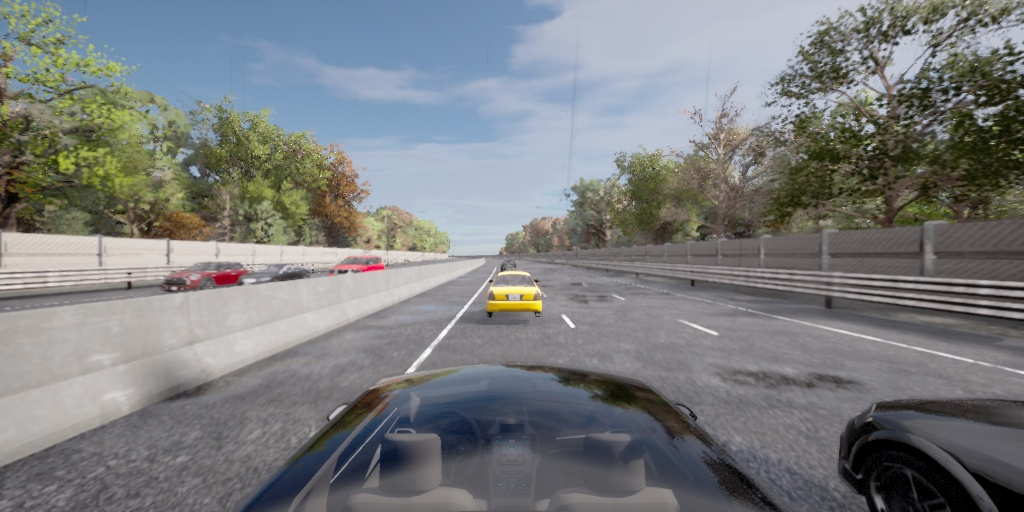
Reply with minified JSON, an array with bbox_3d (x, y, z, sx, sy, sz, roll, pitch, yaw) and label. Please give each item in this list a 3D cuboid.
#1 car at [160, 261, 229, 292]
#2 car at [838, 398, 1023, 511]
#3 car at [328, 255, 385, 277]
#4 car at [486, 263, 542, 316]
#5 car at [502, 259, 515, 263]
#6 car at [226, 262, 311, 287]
[{"bbox_3d":[-17.715,1.110,21.016,2.097,1.767,4.553,0,0,-1],"label":"car"},{"bbox_3d":[3.591,1.313,1.099,1.994,1.385,4.181,0,0,0],"label":"car"},{"bbox_3d":[-10.765,0.980,25.377,2.150,2.045,5.566,0,0,-1],"label":"car"},{"bbox_3d":[0.054,1.210,13.237,1.801,1.575,5.366,0,0,0],"label":"car"},{"bbox_3d":[-0.421,1.195,44.259,2.033,1.649,4.856,0,0,-1],"label":"car"},{"bbox_3d":[-14.223,1.250,21.765,2.128,1.511,4.902,0,0,-1],"label":"car"}]
